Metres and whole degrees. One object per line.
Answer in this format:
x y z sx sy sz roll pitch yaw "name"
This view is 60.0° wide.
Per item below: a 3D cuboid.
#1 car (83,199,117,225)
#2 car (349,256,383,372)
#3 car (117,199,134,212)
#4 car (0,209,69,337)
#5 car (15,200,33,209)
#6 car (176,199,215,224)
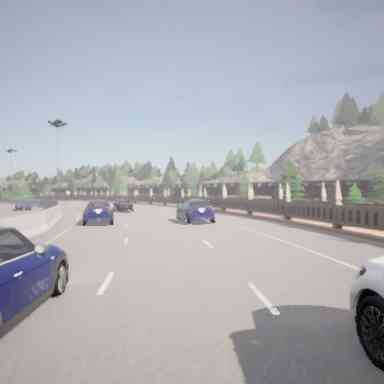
-6.890 1.377 24.711 2.097 1.767 4.553 0 0 -14 "car"
3.424 1.204 2.498 2.150 2.045 5.566 0 0 -2 "car"
-8.218 1.512 39.284 2.128 1.511 4.902 0 0 -23 "car"
-3.766 1.366 5.739 2.097 1.767 4.553 0 0 -3 "car"
-21.661 1.682 42.799 2.033 1.411 5.357 -1 0 -28 "car"
0.185 1.329 25.161 2.097 1.767 4.553 0 0 -14 "car"
